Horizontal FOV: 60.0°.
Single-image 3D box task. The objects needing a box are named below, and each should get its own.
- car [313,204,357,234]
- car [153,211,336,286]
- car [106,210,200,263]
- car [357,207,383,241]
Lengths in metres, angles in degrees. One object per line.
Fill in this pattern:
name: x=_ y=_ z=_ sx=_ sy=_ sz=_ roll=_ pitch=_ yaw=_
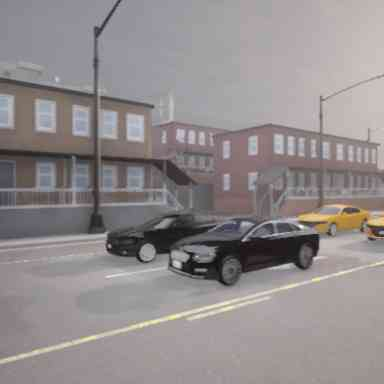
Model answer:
car: x=7.810 y=1.440 z=18.139 sx=5.008 sy=1.535 sz=1.882 roll=0 pitch=0 yaw=-35
car: x=1.637 y=1.477 z=9.444 sx=4.902 sy=1.511 sz=2.128 roll=0 pitch=0 yaw=-35
car: x=-0.607 y=1.460 z=12.144 sx=5.008 sy=1.535 sz=1.882 roll=0 pitch=0 yaw=-35
car: x=10.023 y=1.439 z=15.413 sx=5.008 sy=1.535 sz=1.882 roll=0 pitch=0 yaw=-35
